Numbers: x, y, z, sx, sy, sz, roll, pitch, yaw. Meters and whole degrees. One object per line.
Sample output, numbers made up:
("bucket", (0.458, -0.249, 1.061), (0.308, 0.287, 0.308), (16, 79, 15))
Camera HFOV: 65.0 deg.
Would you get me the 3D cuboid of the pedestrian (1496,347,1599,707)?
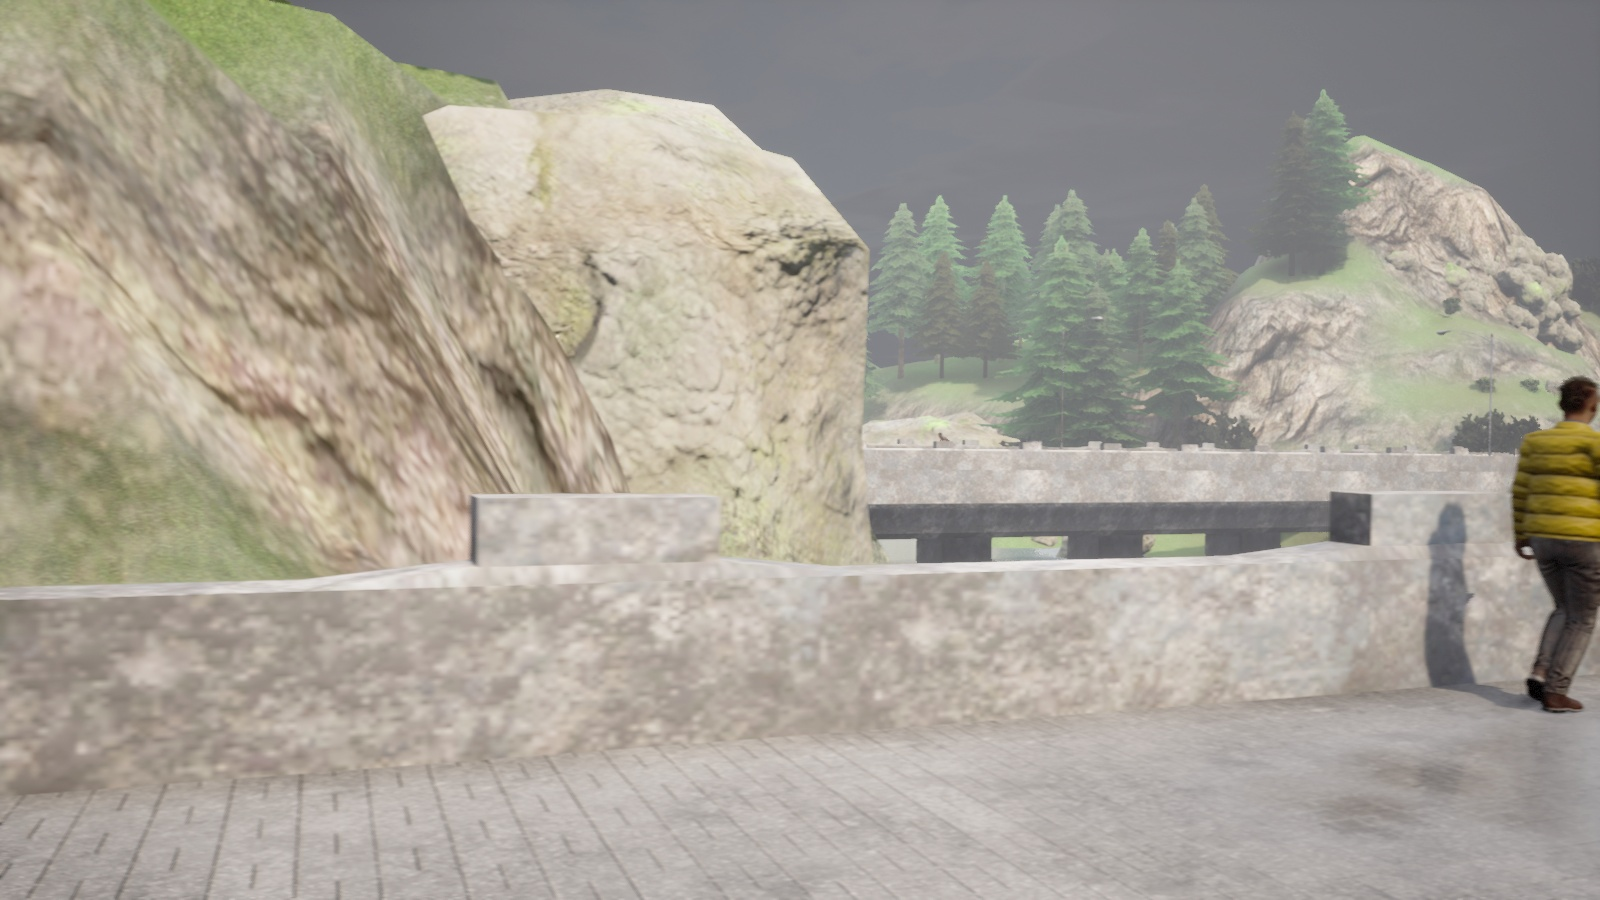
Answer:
("pedestrian", (4.182, 0.388, 6.770), (0.709, 1.840, 0.431), (-1, 1, -28))
